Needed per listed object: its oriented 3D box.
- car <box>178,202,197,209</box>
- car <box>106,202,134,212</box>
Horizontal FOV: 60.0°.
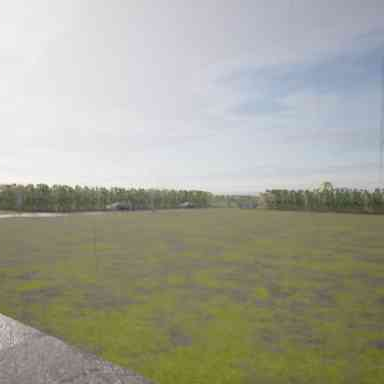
[{"bbox_3d":[-0.785,2.696,65.892,1.812,1.442,4.674,-1,-2,36],"label":"car"},{"bbox_3d":[-11.125,2.262,51.576,2.128,1.511,4.902,-1,-2,36],"label":"car"}]
